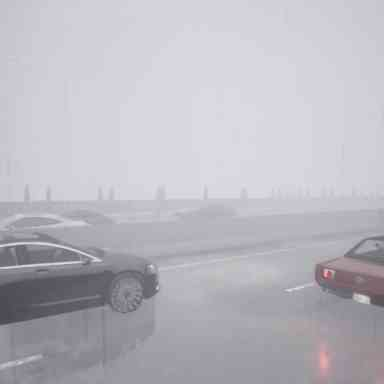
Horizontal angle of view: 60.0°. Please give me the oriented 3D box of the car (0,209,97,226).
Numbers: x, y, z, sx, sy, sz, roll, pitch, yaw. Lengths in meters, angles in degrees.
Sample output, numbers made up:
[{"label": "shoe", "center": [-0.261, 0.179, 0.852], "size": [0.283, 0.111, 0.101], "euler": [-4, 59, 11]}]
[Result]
[{"label": "car", "center": [-6.262, 1.526, 12.423], "size": [4.674, 1.442, 1.812], "euler": [0, 0, -35]}]

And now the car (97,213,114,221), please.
[{"label": "car", "center": [-6.076, 1.565, 16.852], "size": [4.181, 1.385, 1.994], "euler": [0, 0, -35]}]

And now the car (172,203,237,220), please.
[{"label": "car", "center": [1.112, 1.549, 26.277], "size": [5.357, 1.411, 2.033], "euler": [0, 0, -35]}]

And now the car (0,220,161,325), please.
[{"label": "car", "center": [-2.909, 1.492, 5.970], "size": [4.902, 1.511, 2.128], "euler": [0, 0, -35]}]

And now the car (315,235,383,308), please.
[{"label": "car", "center": [4.821, 1.601, 7.183], "size": [4.718, 1.301, 1.895], "euler": [0, 0, -35]}]
